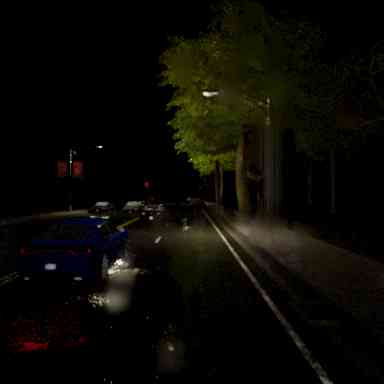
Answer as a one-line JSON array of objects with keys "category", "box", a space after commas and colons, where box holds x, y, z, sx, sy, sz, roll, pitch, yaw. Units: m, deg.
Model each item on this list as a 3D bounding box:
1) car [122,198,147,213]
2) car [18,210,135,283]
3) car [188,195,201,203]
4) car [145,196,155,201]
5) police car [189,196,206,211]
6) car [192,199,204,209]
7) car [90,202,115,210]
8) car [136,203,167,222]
[{"category": "car", "box": [-6.664, 1.775, 38.348, 2.033, 1.411, 5.357, 0, 0, 0]}, {"category": "car", "box": [-3.167, 1.531, 9.911, 1.882, 1.535, 5.008, 0, 0, 0]}, {"category": "car", "box": [0.870, 1.626, 60.267, 2.150, 2.045, 5.566, 0, 0, 0]}, {"category": "car", "box": [-9.887, 1.601, 78.184, 2.097, 1.767, 4.553, 0, -1, 0]}, {"category": "police car", "box": [0.897, 1.698, 44.345, 1.930, 1.638, 5.238, 0, 0, 0]}, {"category": "car", "box": [0.880, 1.857, 54.235, 1.837, 1.490, 4.892, 0, 0, 0]}, {"category": "car", "box": [-9.908, 1.780, 36.905, 1.994, 1.385, 4.181, 0, 0, 0]}, {"category": "car", "box": [-3.199, 1.760, 28.313, 1.895, 1.301, 4.718, 0, 0, 0]}]
